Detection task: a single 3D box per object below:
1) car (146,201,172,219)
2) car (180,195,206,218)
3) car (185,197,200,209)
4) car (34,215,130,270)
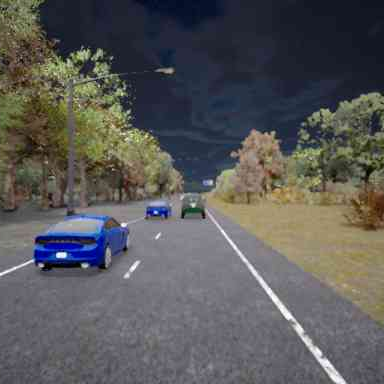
[{"bbox_3d":[-2.872,1.509,29.699,1.882,1.535,5.008,0,0,2],"label":"car"},{"bbox_3d":[0.112,1.258,30.940,2.150,2.045,5.566,0,0,0],"label":"car"},{"bbox_3d":[0.070,1.530,46.144,1.882,1.535,5.008,0,0,0],"label":"car"},{"bbox_3d":[-3.356,1.489,11.085,1.882,1.535,5.008,0,0,1],"label":"car"}]
